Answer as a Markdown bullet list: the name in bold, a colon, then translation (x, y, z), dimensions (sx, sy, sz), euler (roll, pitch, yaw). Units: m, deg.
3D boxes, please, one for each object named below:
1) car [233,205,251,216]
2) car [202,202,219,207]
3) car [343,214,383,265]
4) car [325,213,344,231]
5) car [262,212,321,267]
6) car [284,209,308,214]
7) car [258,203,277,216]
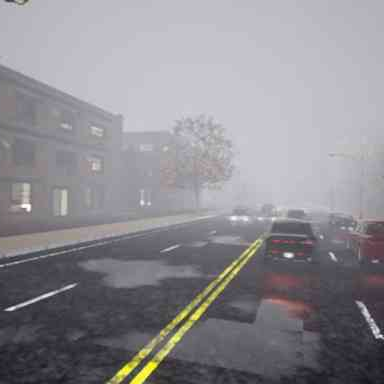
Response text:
- **car**: translation (6.522, 2.366, 43.238), dimensions (1.895, 1.301, 4.718), euler (1, -1, 17)
- **car**: translation (4.689, 3.059, 83.024), dimensions (4.313, 1.339, 1.947), euler (1, 0, 17)
- **car**: translation (7.265, 1.862, 12.860), dimensions (1.882, 1.535, 5.008), euler (1, -1, 18)
- **car**: translation (11.328, 2.271, 25.507), dimensions (1.895, 1.301, 4.718), euler (1, -1, 19)
- **car**: translation (3.836, 1.790, 12.840), dimensions (1.837, 1.490, 4.892), euler (1, 0, 18)
- **car**: translation (8.649, 2.146, 27.750), dimensions (1.812, 1.442, 4.674), euler (1, -1, 18)
- **car**: translation (9.732, 2.204, 42.575), dimensions (2.097, 1.767, 4.553), euler (1, -1, 17)
